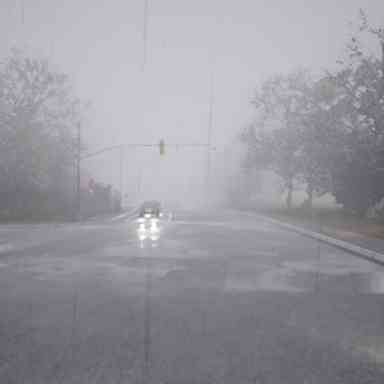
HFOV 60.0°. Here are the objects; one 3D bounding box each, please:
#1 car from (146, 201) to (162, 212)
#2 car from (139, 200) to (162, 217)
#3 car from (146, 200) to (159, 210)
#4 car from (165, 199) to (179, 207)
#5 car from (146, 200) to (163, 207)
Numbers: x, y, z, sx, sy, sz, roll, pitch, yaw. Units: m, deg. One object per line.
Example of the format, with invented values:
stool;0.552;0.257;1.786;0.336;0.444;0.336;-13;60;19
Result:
car;-4.843;1.868;42.616;1.895;1.301;4.718;0;-1;-6
car;-4.059;1.603;32.621;2.128;1.511;4.902;0;-1;-3
car;-6.286;1.999;52.670;1.837;1.490;4.892;0;-1;-10
car;-4.403;2.261;72.025;2.097;1.767;4.553;0;-1;-22
car;-8.184;2.477;72.087;2.033;1.411;5.357;0;-1;-25
